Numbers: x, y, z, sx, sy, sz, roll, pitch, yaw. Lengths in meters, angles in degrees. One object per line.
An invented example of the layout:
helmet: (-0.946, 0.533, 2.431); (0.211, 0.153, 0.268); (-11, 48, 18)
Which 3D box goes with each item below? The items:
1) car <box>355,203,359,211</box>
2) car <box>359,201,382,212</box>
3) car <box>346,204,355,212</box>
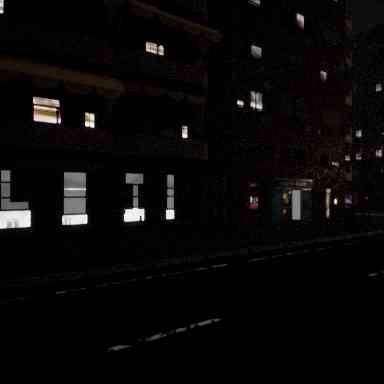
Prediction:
car: (17.166, 1.781, 40.683); (2.128, 1.511, 4.902); (0, -1, -36)
car: (22.478, 1.856, 43.436); (1.802, 1.307, 4.206); (-1, 0, -36)
car: (15.489, 1.595, 38.338); (2.192, 1.841, 5.009); (-1, 0, -36)
